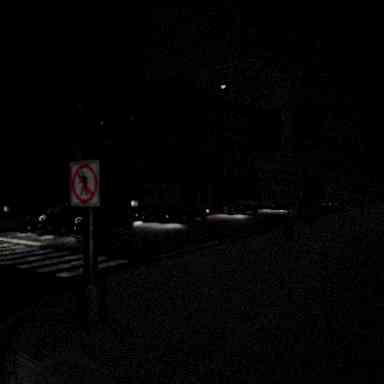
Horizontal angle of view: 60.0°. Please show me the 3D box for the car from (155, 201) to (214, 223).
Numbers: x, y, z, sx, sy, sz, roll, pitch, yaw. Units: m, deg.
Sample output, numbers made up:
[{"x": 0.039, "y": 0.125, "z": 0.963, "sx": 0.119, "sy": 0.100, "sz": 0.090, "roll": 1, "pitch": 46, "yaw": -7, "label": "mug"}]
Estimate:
[{"x": -0.490, "y": 1.598, "z": 26.977, "sx": 1.837, "sy": 1.490, "sz": 4.892, "roll": -1, "pitch": 0, "yaw": 35, "label": "car"}]

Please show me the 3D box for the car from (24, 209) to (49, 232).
[{"x": -8.351, "y": 1.527, "z": 21.504, "sx": 2.097, "sy": 1.767, "sz": 4.553, "roll": -1, "pitch": 0, "yaw": 35, "label": "car"}]

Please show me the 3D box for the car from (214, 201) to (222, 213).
[{"x": 2.036, "y": 1.648, "z": 36.172, "sx": 2.033, "sy": 1.411, "sz": 5.357, "roll": -1, "pitch": 0, "yaw": 35, "label": "car"}]

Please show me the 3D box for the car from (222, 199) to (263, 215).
[{"x": 5.466, "y": 1.576, "z": 35.384, "sx": 1.812, "sy": 1.442, "sz": 4.674, "roll": -1, "pitch": 0, "yaw": 36, "label": "car"}]

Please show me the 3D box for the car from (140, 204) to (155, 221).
[{"x": -3.358, "y": 1.703, "z": 28.560, "sx": 1.994, "sy": 1.385, "sz": 4.181, "roll": -1, "pitch": 0, "yaw": 35, "label": "car"}]

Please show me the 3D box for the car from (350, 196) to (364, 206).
[{"x": 25.897, "y": 1.356, "z": 52.663, "sx": 1.837, "sy": 1.490, "sz": 4.892, "roll": -1, "pitch": 0, "yaw": 36, "label": "car"}]

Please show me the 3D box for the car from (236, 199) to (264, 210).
[{"x": 7.737, "y": 1.622, "z": 44.166, "sx": 1.994, "sy": 1.385, "sz": 4.181, "roll": -1, "pitch": 0, "yaw": 36, "label": "car"}]

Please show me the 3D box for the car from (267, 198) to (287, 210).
[{"x": 11.507, "y": 1.511, "z": 43.887, "sx": 1.837, "sy": 1.490, "sz": 4.892, "roll": -1, "pitch": 0, "yaw": 34, "label": "car"}]

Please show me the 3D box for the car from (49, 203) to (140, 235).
[{"x": -5.628, "y": 1.482, "z": 19.724, "sx": 2.097, "sy": 1.767, "sz": 4.553, "roll": -1, "pitch": 0, "yaw": 35, "label": "car"}]

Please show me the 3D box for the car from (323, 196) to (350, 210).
[{"x": 17.488, "y": 1.459, "z": 40.774, "sx": 2.033, "sy": 1.411, "sz": 5.357, "roll": -1, "pitch": 0, "yaw": 35, "label": "car"}]

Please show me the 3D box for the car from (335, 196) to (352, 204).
[{"x": 27.969, "y": 1.409, "z": 61.192, "sx": 2.033, "sy": 1.411, "sz": 5.357, "roll": -1, "pitch": 0, "yaw": 34, "label": "car"}]
